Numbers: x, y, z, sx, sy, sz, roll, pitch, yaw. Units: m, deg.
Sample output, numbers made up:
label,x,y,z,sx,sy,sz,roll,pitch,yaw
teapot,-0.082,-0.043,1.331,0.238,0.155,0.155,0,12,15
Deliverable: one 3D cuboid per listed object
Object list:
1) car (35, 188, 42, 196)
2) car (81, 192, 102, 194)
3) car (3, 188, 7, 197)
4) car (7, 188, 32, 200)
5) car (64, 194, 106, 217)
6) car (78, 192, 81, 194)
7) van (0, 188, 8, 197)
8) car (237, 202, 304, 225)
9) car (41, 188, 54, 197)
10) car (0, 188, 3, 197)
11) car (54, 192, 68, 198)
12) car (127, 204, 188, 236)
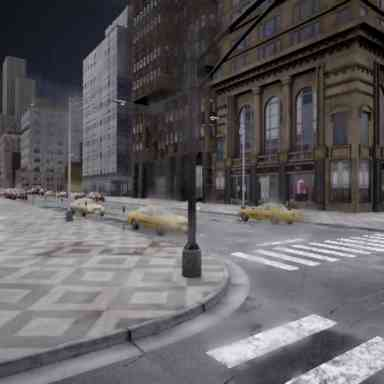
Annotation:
label,x,y,z,sx,sy,sz,roll,pitch,yaw
car,-34.276,0.048,77.398,2.192,1.841,5.009,1,0,-35
car,-14.559,0.696,49.676,1.967,1.590,4.097,1,0,-35
car,-31.359,0.261,58.592,2.192,1.841,5.009,1,0,-35
car,-28.072,0.348,53.971,2.192,1.841,5.009,2,0,-35
car,-8.257,1.105,26.108,1.752,1.417,4.829,2,0,-35
car,-17.849,0.710,54.297,1.887,1.381,4.507,1,0,-35
van,-41.221,0.031,72.454,1.690,1.788,3.998,1,0,-35
car,5.060,1.328,22.092,1.752,1.417,4.829,1,0,-35
car,-31.093,0.340,72.916,1.752,1.417,4.829,1,0,-35
car,-37.937,0.214,67.833,1.967,1.590,4.097,1,0,-35
car,-24.423,0.571,63.537,1.802,1.307,4.206,1,0,-35
car,-1.684,1.290,16.866,1.752,1.417,4.829,2,0,-35
